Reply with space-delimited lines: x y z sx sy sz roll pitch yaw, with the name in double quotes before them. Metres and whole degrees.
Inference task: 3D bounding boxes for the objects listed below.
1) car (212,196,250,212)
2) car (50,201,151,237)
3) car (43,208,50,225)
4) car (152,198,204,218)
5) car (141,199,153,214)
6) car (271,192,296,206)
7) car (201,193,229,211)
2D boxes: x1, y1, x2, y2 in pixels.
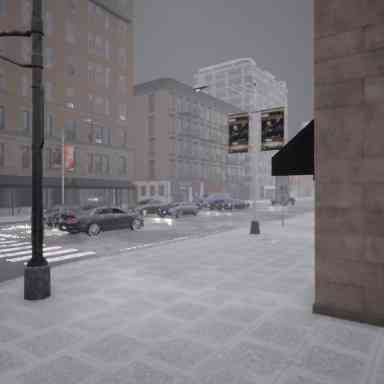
"car" 4.573 1.462 36.972 1.895 1.301 4.718 0 0 36
"car" -4.694 1.447 17.877 1.837 1.490 4.892 1 1 36
"car" -6.449 1.489 21.417 2.033 1.411 5.357 0 0 35
"car" -1.115 1.467 28.961 1.994 1.385 4.181 0 0 35
"car" -3.967 1.416 30.542 1.837 1.490 4.892 0 0 35
"car" 13.690 1.012 49.670 2.150 2.045 5.566 0 0 35
"car" 2.565 1.087 39.752 2.150 2.045 5.566 0 0 36
